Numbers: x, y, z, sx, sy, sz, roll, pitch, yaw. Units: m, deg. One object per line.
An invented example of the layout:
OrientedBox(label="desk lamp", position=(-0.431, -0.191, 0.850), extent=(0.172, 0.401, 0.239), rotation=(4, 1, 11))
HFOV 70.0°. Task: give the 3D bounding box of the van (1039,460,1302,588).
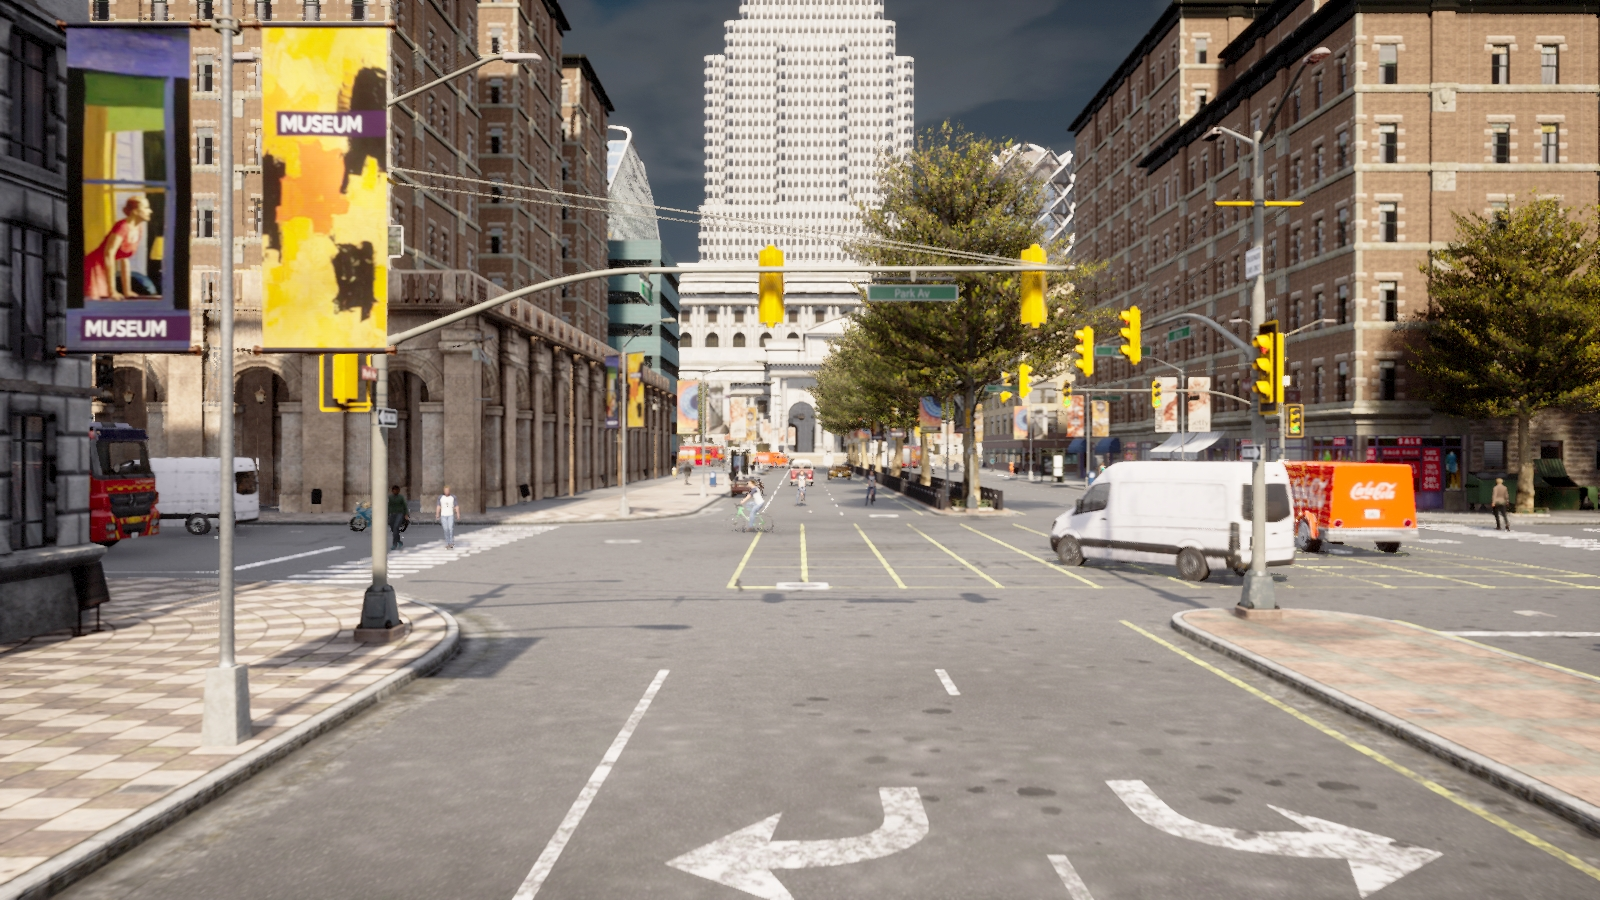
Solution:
OrientedBox(label="van", position=(8.284, 1.535, 26.277), extent=(1.988, 2.561, 5.915), rotation=(0, 0, -30))

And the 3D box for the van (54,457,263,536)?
OrientedBox(label="van", position=(-21.503, 1.536, 38.465), extent=(5.915, 2.561, 1.988), rotation=(0, 0, 0))

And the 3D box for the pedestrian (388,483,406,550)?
OrientedBox(label="pedestrian", position=(-11.276, 1.850, 31.943), extent=(0.375, 1.860, 0.375), rotation=(0, 0, 0))

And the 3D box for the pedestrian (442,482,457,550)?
OrientedBox(label="pedestrian", position=(-9.865, 1.850, 32.153), extent=(0.375, 1.860, 0.375), rotation=(0, 0, -18))

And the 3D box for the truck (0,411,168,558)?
OrientedBox(label="truck", position=(-22.305, 0.894, 31.228), extent=(8.468, 3.827, 2.891), rotation=(0, 0, 0))

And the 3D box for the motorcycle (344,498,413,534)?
OrientedBox(label="motorcycle", position=(-14.181, 2.215, 38.489), extent=(2.033, 1.145, 0.803), rotation=(0, 0, 0))

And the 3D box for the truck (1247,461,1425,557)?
OrientedBox(label="truck", position=(15.055, 1.569, 32.540), extent=(2.627, 2.467, 5.204), rotation=(0, 0, 0))

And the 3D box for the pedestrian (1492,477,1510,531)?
OrientedBox(label="pedestrian", position=(24.180, 1.850, 39.414), extent=(0.375, 1.860, 0.375), rotation=(0, 0, 4))
